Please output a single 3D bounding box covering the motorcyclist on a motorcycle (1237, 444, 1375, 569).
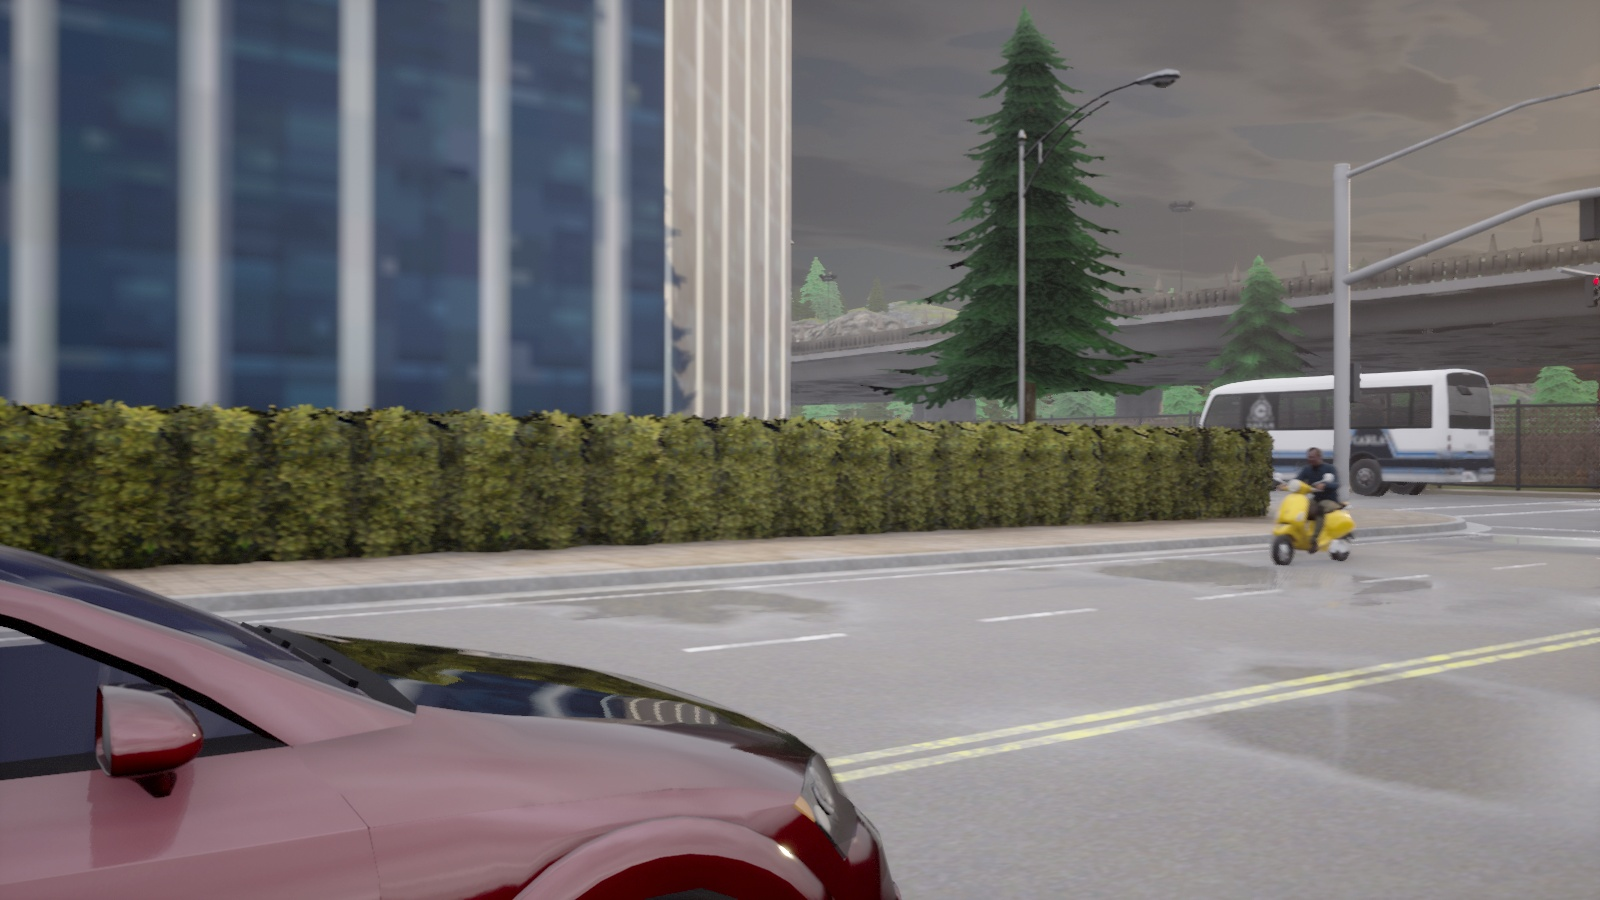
[{"bbox_3d":[6.842,0.725,16.950,1.817,1.590,0.866,0,0,-35],"label":"motorcyclist on a motorcycle"}]

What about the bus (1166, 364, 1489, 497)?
[{"bbox_3d":[18.733,-0.615,45.533,3.944,4.253,10.273,0,0,-35],"label":"bus"}]

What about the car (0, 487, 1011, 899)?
[{"bbox_3d":[-1.821,0.818,2.391,4.181,1.385,1.994,0,0,-35],"label":"car"}]
